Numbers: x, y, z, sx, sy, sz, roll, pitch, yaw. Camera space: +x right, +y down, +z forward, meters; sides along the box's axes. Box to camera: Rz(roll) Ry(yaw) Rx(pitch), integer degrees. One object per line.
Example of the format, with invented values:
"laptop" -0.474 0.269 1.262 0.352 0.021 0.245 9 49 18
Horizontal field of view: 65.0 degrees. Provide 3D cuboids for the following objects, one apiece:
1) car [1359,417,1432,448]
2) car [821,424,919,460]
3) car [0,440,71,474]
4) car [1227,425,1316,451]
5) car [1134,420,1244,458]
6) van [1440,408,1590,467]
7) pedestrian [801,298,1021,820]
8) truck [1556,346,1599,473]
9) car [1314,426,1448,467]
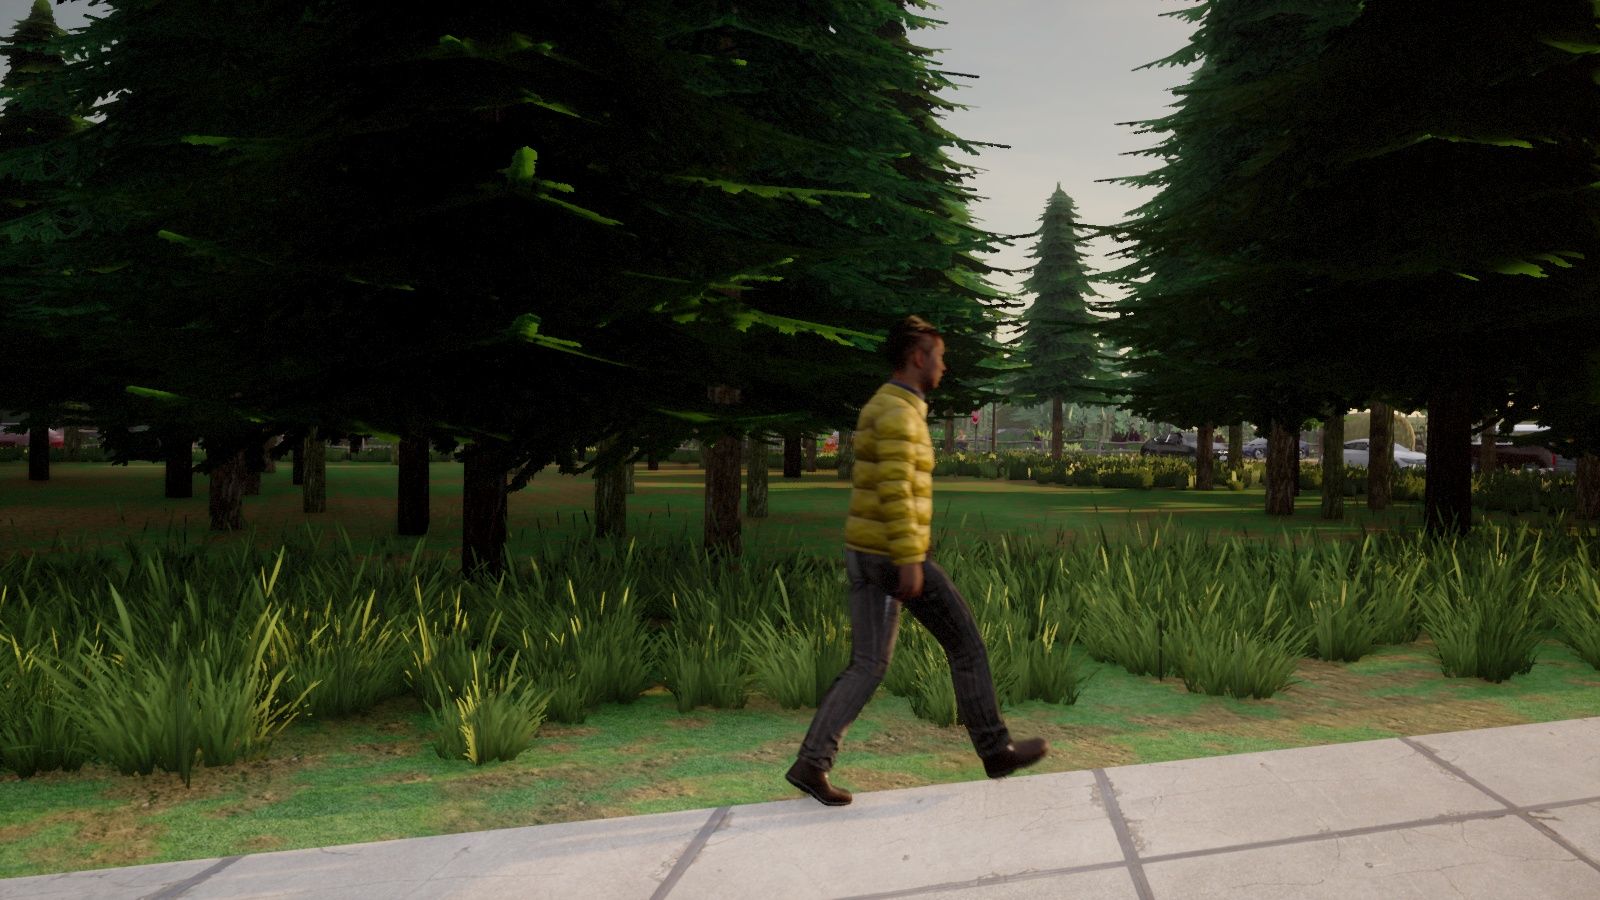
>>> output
"car" 37.596 -1.110 79.296 3.866 1.878 1.905 -1 1 -18
"car" 3.577 -0.440 64.520 4.553 1.767 2.097 -1 1 -18
"car" -34.678 0.307 54.815 4.674 1.442 1.812 -1 1 -20
"car" 28.677 -0.763 76.392 4.792 1.488 2.163 -1 1 -18
"car" 17.778 -0.527 57.706 2.152 1.651 5.027 -1 1 -21
"van" 26.061 -0.481 45.934 2.069 2.038 4.480 -1 1 -21
"pedestrian" 0.405 0.379 4.701 0.709 1.840 0.431 -1 1 -12
"truck" 26.287 -1.201 35.472 2.891 3.827 8.468 -1 1 -21
"car" 21.793 -0.155 47.320 1.812 1.442 4.674 -1 1 -21
